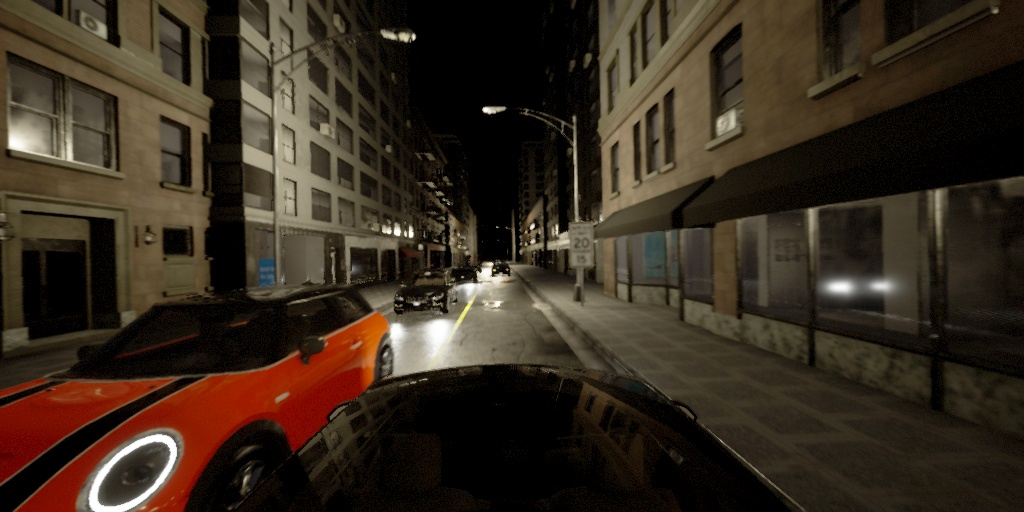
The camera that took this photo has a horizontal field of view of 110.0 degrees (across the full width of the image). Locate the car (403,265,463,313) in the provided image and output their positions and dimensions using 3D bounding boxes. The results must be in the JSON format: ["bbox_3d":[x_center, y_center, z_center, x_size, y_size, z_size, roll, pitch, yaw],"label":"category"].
[{"bbox_3d":[-3.229,1.315,14.239,1.837,1.490,4.892,-1,0,-2],"label":"car"}]

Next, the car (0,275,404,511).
[{"bbox_3d":[-2.849,1.161,3.740,2.097,1.767,4.553,-1,0,-2],"label":"car"}]

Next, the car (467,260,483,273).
[{"bbox_3d":[-3.945,1.080,36.372,1.895,1.301,4.718,-1,0,-2],"label":"car"}]

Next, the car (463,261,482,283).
[{"bbox_3d":[-3.737,1.385,28.612,1.994,1.385,4.181,-1,0,-2],"label":"car"}]

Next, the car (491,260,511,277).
[{"bbox_3d":[-1.127,1.372,36.355,1.895,1.301,4.718,-1,0,-2],"label":"car"}]
